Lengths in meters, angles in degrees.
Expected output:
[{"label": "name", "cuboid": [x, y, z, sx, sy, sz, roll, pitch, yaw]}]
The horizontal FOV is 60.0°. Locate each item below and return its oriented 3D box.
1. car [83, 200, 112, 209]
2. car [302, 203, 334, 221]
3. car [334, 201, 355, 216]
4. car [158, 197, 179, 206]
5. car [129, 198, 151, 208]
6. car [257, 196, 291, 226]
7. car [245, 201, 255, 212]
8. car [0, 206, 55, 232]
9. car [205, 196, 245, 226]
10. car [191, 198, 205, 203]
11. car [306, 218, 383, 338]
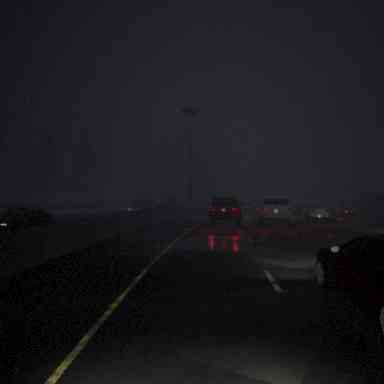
[{"label": "car", "cuboid": [-13.491, 1.769, 47.730, 1.895, 1.301, 4.718, 0, 0, 18]}, {"label": "car", "cuboid": [10.396, 1.669, 28.100, 1.812, 1.442, 4.674, 0, 0, 12]}, {"label": "car", "cuboid": [15.693, 1.709, 34.754, 1.812, 1.442, 4.674, 0, 0, 15]}, {"label": "car", "cuboid": [-3.792, 1.571, 54.234, 2.097, 1.767, 4.553, 0, 0, 21]}, {"label": "car", "cuboid": [-8.119, 1.708, 52.626, 1.837, 1.490, 4.892, 0, -1, 20]}, {"label": "car", "cuboid": [6.181, 1.342, 25.112, 2.150, 2.045, 5.566, 0, 0, 11]}, {"label": "car", "cuboid": [6.689, 1.790, 41.260, 1.895, 1.301, 4.718, 0, 0, 17]}, {"label": "car", "cuboid": [-9.306, 1.545, 17.861, 2.128, 1.511, 4.902, 0, 0, 7]}, {"label": "car", "cuboid": [2.568, 1.330, 24.806, 2.150, 2.045, 5.566, 0, -1, 10]}, {"label": "car", "cuboid": [1.275, 1.792, 57.541, 2.033, 1.411, 5.357, 0, 0, 23]}, {"label": "car", "cuboid": [3.879, 1.514, 6.219, 1.882, 1.535, 5.008, 0, 0, 3]}]
